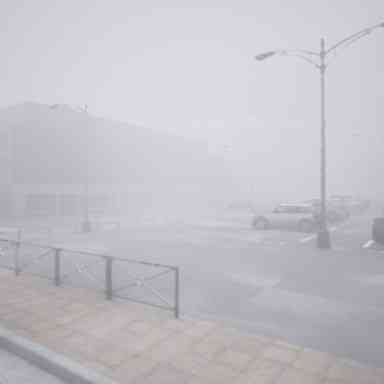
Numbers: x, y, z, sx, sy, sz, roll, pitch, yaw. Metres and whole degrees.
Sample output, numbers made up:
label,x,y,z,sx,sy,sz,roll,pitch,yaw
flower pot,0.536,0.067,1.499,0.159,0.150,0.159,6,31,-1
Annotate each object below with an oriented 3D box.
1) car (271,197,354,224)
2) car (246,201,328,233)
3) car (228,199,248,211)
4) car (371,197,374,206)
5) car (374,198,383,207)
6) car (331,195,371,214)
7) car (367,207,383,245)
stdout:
label,x,y,z,sx,sy,sz,roll,pitch,yaw
car,8.852,1.370,24.551,5.027,1.636,2.152,0,0,35
car,5.409,1.448,19.125,3.806,1.475,1.970,0,0,35
car,6.828,1.741,46.041,2.128,1.511,4.902,0,-1,36
car,17.585,1.314,37.605,4.605,1.855,1.932,0,0,35
car,28.432,1.589,52.694,3.633,1.501,1.845,0,0,35
car,16.243,1.292,34.995,3.866,1.878,1.905,0,0,35
car,9.048,1.487,12.063,4.514,1.523,2.007,0,0,35
